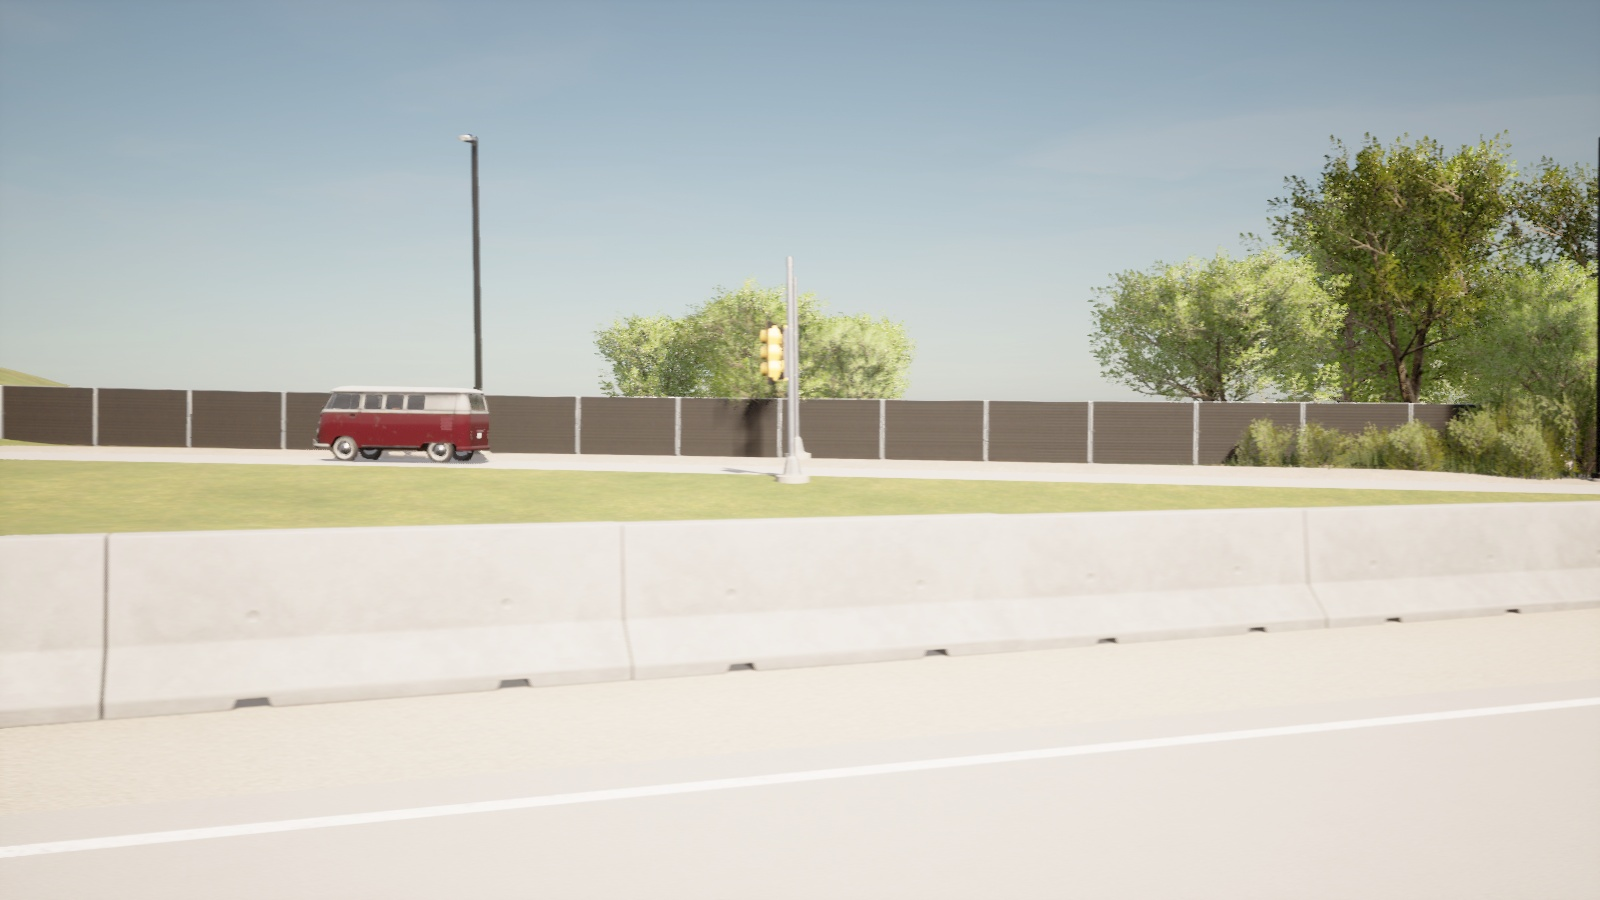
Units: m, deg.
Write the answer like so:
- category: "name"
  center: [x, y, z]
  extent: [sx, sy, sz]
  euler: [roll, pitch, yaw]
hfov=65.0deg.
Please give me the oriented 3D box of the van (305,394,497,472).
- category: "van"
  center: [-10.444, -0.453, 33.027]
  extent: [4.442, 1.987, 1.775]
  euler: [0, 2, 6]
